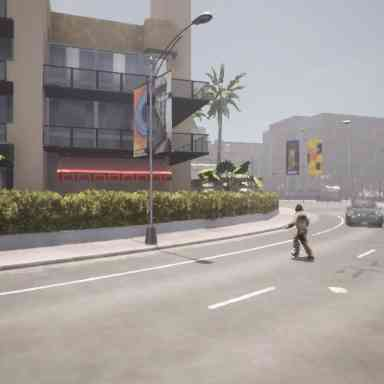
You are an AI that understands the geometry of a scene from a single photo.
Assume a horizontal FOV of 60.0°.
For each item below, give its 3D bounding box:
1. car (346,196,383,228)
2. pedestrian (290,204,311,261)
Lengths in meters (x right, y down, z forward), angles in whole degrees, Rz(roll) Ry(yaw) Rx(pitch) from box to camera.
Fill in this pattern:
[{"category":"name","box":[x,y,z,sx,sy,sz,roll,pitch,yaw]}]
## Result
[{"category":"car","box":[11.676,1.352,22.520,2.097,1.767,4.553,0,0,28]},{"category":"pedestrian","box":[3.604,1.294,11.079,0.375,1.860,0.375,0,0,-45]}]
